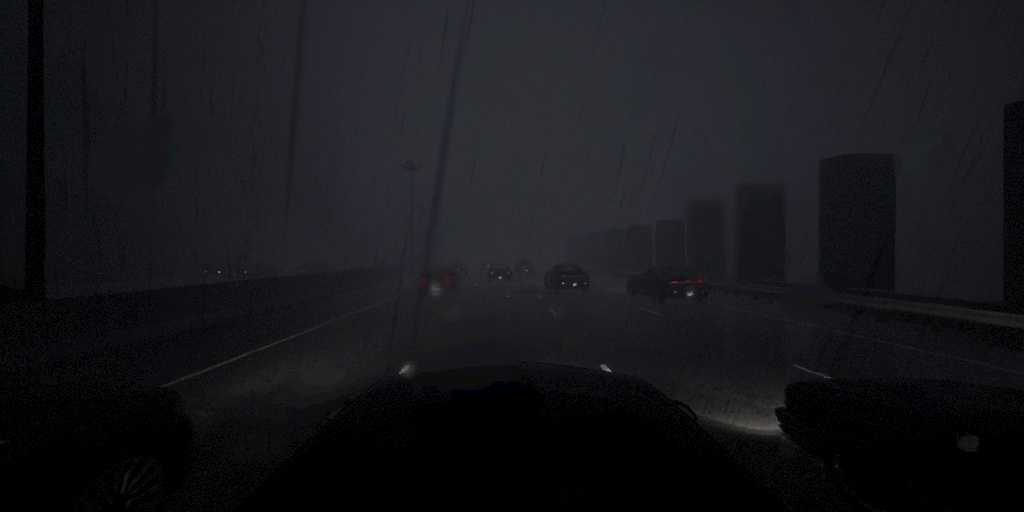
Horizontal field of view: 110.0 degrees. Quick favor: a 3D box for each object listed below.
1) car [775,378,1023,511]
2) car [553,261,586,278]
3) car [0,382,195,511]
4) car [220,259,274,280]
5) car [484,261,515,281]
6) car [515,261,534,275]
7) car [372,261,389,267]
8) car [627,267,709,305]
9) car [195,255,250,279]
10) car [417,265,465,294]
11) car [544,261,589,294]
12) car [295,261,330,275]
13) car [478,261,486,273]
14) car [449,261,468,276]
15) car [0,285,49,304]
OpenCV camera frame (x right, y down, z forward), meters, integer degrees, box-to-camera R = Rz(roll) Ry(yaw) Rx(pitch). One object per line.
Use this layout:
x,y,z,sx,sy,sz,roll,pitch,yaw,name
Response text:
3.578,1.297,1.081,2.033,1.411,5.357,0,0,-1,car
5.404,1.245,34.175,1.837,1.490,4.892,0,0,-6,car
-3.432,1.242,0.840,2.128,1.511,4.902,0,0,-1,car
-22.620,1.267,31.185,1.812,1.442,4.674,0,0,-7,car
-1.120,1.342,29.551,1.895,1.301,4.718,0,0,-5,car
1.173,1.243,39.412,1.837,1.490,4.892,0,0,-8,car
-19.006,1.347,51.903,1.994,1.385,4.181,0,0,-13,car
6.738,1.237,16.076,2.128,1.511,4.902,0,0,-2,car
-26.367,0.963,33.164,2.150,2.045,5.566,0,0,-8,car
-3.936,1.346,20.119,1.895,1.301,4.718,0,0,-3,car
3.034,1.236,20.527,2.128,1.511,4.902,0,0,-3,car
-19.637,1.232,35.409,2.128,1.511,4.902,0,0,-8,car
-3.098,1.285,44.080,2.033,1.411,5.357,0,0,-9,car
-5.607,1.218,37.510,1.882,1.535,5.008,0,0,-8,car
-14.272,1.312,8.614,1.994,1.385,4.181,0,0,-1,car
